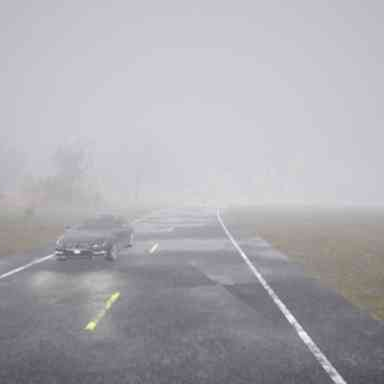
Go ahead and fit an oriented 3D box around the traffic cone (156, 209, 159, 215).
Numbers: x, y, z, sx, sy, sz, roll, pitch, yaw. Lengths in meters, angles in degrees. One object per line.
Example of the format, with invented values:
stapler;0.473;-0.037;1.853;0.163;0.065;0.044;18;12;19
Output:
traffic cone;-3.790;2.191;36.423;0.340;0.580;0.340;0;0;3

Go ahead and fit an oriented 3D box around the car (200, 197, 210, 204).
car;3.154;2.047;79.743;1.837;1.490;4.892;0;0;7

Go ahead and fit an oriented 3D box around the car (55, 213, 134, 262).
car;-3.429;1.583;12.516;1.837;1.490;4.892;0;0;1

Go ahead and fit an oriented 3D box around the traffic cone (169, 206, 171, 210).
traffic cone;-3.113;2.260;46.452;0.340;0.580;0.340;0;0;4

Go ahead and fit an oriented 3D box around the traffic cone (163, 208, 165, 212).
traffic cone;-3.472;2.225;41.439;0.340;0.580;0.340;0;0;4
